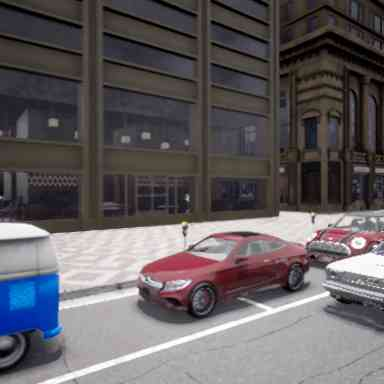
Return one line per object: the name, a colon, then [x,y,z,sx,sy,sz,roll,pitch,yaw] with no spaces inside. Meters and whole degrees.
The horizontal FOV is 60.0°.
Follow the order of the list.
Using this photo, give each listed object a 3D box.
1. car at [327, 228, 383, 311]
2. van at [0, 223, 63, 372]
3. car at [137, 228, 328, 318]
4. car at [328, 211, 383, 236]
car: [4.759,1.548,6.782,4.718,1.301,1.895,0,0,-36]
van: [-3.685,1.346,4.015,3.998,1.788,1.690,0,0,-36]
car: [0.872,1.549,7.273,4.206,1.307,1.802,0,0,-36]
car: [5.430,1.369,10.530,4.097,1.590,1.967,0,0,-36]
